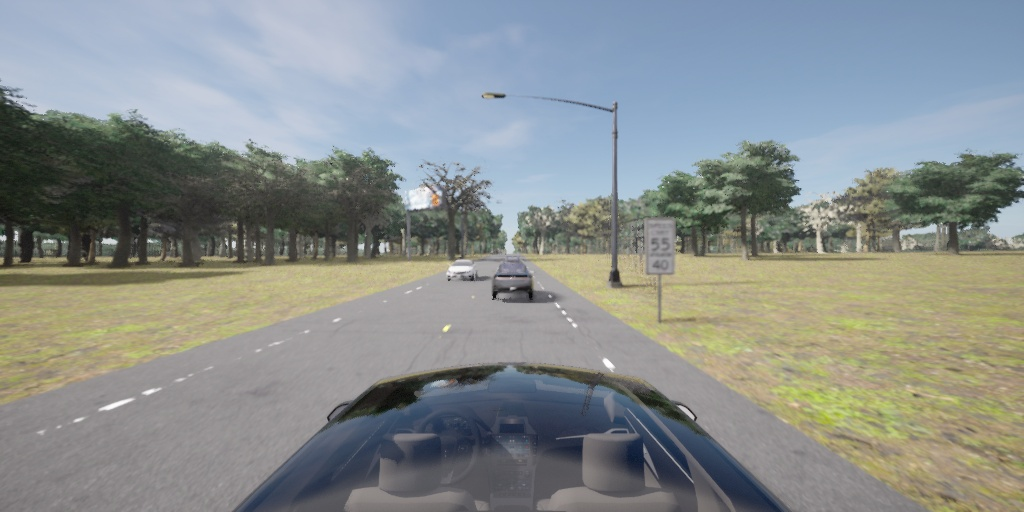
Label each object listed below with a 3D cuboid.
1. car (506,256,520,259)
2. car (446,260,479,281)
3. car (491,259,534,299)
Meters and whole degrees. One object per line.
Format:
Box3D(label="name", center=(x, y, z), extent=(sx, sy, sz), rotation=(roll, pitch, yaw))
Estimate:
Box3D(label="car", center=(0.072, 0.772, 36.500), extent=(2.128, 1.511, 4.902), rotation=(0, 1, 0))
Box3D(label="car", center=(-3.539, 0.996, 26.239), extent=(1.812, 1.442, 4.674), rotation=(0, 1, 0))
Box3D(label="car", center=(0.041, 1.095, 17.006), extent=(2.128, 1.511, 4.902), rotation=(0, 1, 0))
